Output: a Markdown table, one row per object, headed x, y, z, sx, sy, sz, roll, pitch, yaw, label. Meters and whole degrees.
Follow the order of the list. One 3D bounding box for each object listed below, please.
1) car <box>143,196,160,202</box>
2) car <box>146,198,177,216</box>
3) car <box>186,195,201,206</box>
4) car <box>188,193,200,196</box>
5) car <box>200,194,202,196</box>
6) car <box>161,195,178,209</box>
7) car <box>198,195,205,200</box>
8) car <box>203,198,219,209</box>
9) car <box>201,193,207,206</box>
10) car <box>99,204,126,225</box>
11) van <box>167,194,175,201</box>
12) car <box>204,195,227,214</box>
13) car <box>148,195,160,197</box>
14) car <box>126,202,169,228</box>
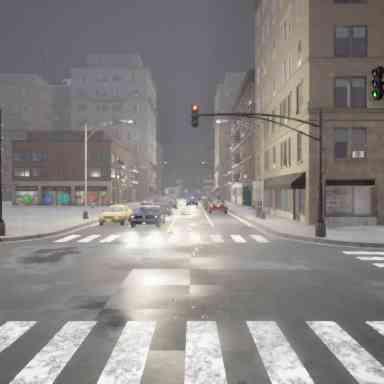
| x | y | z | sx | sy | sz | roll | pitch | yaw | label |
| --- | --- | --- | --- | --- | --- | --- | --- | --- | --- |
| -5.383 | 1.553 | 41.021 | 2.008 | 1.369 | 4.403 | 0 | 0 | 0 | car |
| -2.852 | 1.548 | 32.295 | 2.033 | 1.411 | 5.357 | 0 | 0 | 0 | car |
| 0.006 | 1.604 | 53.850 | 1.895 | 1.301 | 4.718 | 0 | 0 | 0 | car |
| 0.007 | 1.226 | 64.152 | 2.150 | 2.045 | 5.566 | 0 | 0 | 0 | car |
| 2.645 | 1.555 | 69.330 | 2.008 | 1.369 | 4.403 | 0 | 0 | 0 | car |
| -2.835 | 1.528 | 42.957 | 1.812 | 1.442 | 4.674 | 0 | 0 | 0 | car |
| 2.648 | 1.575 | 91.977 | 1.947 | 1.339 | 4.313 | 0 | 0 | 0 | car |
| 2.643 | 1.568 | 46.682 | 1.947 | 1.339 | 4.313 | 0 | 0 | 0 | car |
| 2.642 | 1.317 | 41.020 | 2.192 | 1.841 | 5.009 | 0 | 0 | 0 | car |
| -5.385 | 1.526 | 23.866 | 1.752 | 1.417 | 4.829 | 0 | 0 | 0 | car |
| -5.378 | 1.349 | 86.317 | 1.690 | 1.788 | 3.998 | 0 | 0 | 0 | van |
| 2.642 | 1.441 | 35.358 | 1.967 | 1.590 | 4.097 | 0 | 0 | 0 | car |
| -5.382 | 1.318 | 46.684 | 2.192 | 1.841 | 5.009 | 0 | 0 | 0 | car |
| -2.880 | 1.601 | 22.557 | 1.895 | 1.301 | 4.718 | 0 | 0 | 1 | car |
